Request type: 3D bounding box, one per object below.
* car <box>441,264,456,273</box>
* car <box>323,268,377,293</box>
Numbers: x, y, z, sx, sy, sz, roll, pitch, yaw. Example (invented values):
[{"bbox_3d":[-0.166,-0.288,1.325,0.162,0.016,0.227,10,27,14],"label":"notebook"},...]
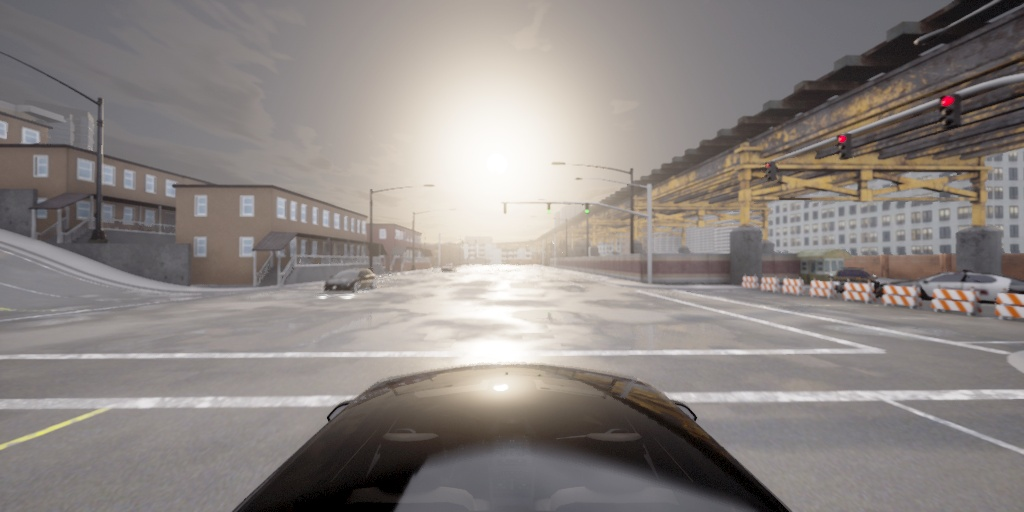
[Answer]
[{"bbox_3d":[-10.477,2.015,59.458,2.033,1.411,5.357,0,0,0],"label":"car"},{"bbox_3d":[-10.498,1.599,23.615,1.837,1.490,4.892,0,0,0],"label":"car"}]
